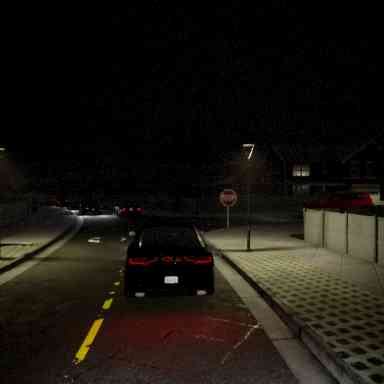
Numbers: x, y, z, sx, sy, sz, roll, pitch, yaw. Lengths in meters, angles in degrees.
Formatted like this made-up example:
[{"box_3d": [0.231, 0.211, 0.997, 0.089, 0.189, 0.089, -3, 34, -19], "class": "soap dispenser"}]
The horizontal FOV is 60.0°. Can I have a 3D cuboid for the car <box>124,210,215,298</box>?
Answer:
[{"box_3d": [-0.636, 1.474, 8.626, 1.882, 1.535, 5.008, 0, 0, -6], "class": "car"}]

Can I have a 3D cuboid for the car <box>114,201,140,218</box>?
[{"box_3d": [-5.922, 1.518, 30.353, 2.033, 1.411, 5.357, 0, 0, -19], "class": "car"}]

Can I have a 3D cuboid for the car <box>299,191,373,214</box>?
[{"box_3d": [11.266, 0.983, 25.974, 5.566, 2.045, 2.150, -1, 1, -9], "class": "car"}]

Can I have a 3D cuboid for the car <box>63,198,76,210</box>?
[{"box_3d": [-14.908, 1.495, 42.859, 1.812, 1.442, 4.674, 0, 0, -30], "class": "car"}]

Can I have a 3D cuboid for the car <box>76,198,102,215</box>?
[{"box_3d": [-10.352, 1.478, 33.823, 1.837, 1.490, 4.892, 0, 0, -24], "class": "car"}]

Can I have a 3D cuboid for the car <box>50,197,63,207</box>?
[{"box_3d": [-20.371, 1.454, 51.213, 1.882, 1.535, 5.008, 0, 0, -36], "class": "car"}]
